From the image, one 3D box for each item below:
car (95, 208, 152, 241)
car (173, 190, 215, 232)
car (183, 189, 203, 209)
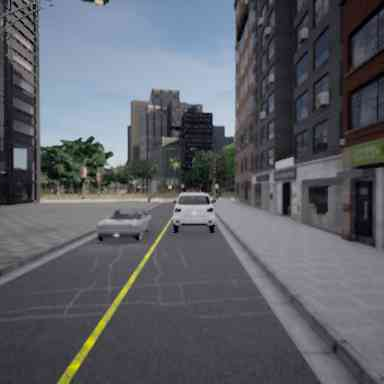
[{"bbox_3d":[-3.096,1.460,15.893,1.895,1.301,4.718,0,1,0],"label":"car"},{"bbox_3d":[0.103,1.042,18.940,2.150,2.045,5.566,0,1,0],"label":"car"},{"bbox_3d":[0.109,0.752,38.385,2.150,2.045,5.566,0,1,0],"label":"car"}]
